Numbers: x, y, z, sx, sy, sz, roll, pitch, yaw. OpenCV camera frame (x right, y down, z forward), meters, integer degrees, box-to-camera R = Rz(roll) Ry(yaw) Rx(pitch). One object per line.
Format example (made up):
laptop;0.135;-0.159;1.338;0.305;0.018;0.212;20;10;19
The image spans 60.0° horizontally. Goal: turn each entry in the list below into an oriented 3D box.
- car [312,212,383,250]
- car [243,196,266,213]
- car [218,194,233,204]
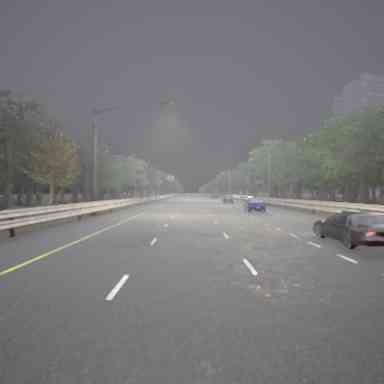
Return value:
car;7.000;1.558;14.375;2.033;1.411;5.357;0;0;0
car;7.046;1.531;37.748;1.882;1.535;5.008;0;0;0
car;7.168;1.420;68.009;2.097;1.767;4.553;0;0;0
